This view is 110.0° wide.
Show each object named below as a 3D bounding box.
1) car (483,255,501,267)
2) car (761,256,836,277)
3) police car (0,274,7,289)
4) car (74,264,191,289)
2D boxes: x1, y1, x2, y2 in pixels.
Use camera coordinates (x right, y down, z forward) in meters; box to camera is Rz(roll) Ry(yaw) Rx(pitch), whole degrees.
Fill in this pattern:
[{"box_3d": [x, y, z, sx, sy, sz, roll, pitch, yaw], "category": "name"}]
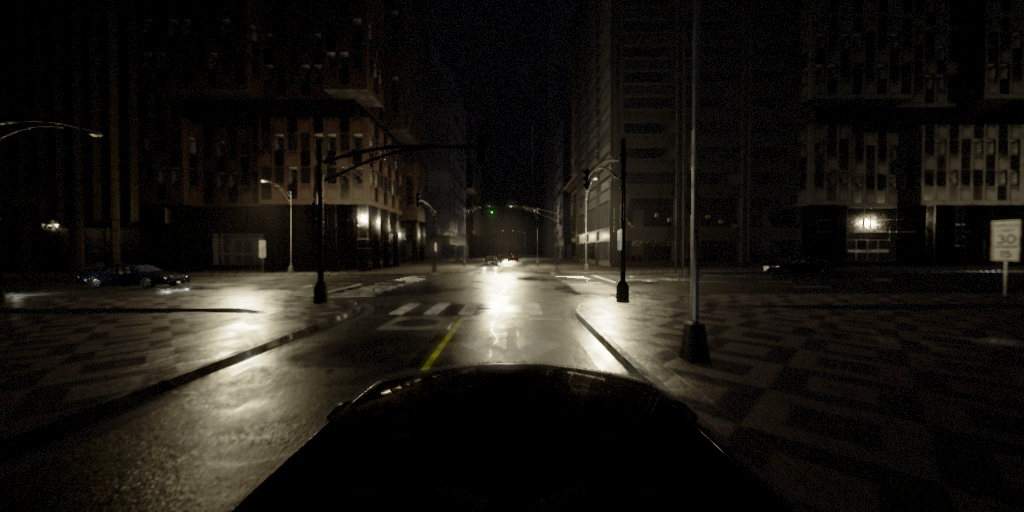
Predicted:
[{"box_3d": [-2.917, 0.686, 49.035, 1.837, 1.490, 4.892, 0, 0, 1], "category": "car"}, {"box_3d": [22.021, 0.766, 27.694, 4.902, 1.511, 2.128, 0, 1, 0], "category": "car"}, {"box_3d": [-28.799, 1.131, 18.145, 5.238, 1.638, 1.930, 0, 1, 0], "category": "police car"}, {"box_3d": [-22.410, 1.175, 21.259, 5.357, 1.411, 2.033, 0, 1, 0], "category": "car"}]
